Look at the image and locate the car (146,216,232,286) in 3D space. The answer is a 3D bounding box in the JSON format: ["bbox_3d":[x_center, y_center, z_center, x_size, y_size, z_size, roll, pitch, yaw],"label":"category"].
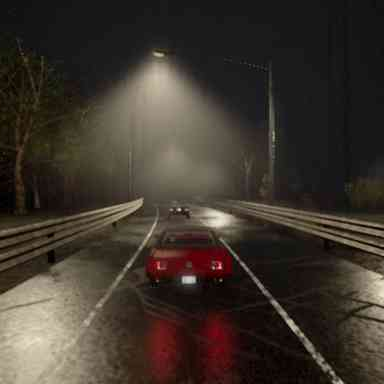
[{"bbox_3d":[-0.109,1.594,9.352,1.895,1.301,4.718,0,0,-1],"label":"car"}]

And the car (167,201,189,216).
[{"bbox_3d":[-1.269,1.510,29.789,2.033,1.411,5.357,0,0,-5],"label":"car"}]
